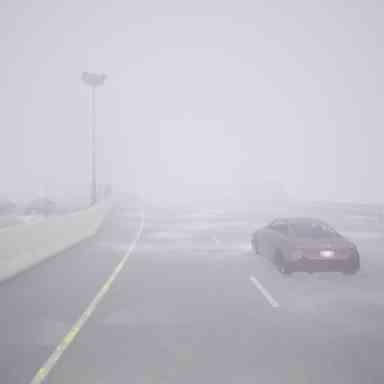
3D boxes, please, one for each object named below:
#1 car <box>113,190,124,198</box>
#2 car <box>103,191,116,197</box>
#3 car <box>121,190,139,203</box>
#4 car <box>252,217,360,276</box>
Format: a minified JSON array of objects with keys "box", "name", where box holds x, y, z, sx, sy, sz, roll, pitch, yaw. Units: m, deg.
[{"box":[-15.205,0.439,72.207,2.097,1.767,4.553,0,1,-24],"name":"car"},{"box":[-20.929,0.517,84.032,2.033,1.411,5.357,-1,1,-29],"name":"car"},{"box":[-9.888,0.896,54.216,1.882,1.535,5.008,0,1,-18],"name":"car"},{"box":[3.158,1.441,10.023,1.994,1.385,4.181,0,1,-3],"name":"car"}]
